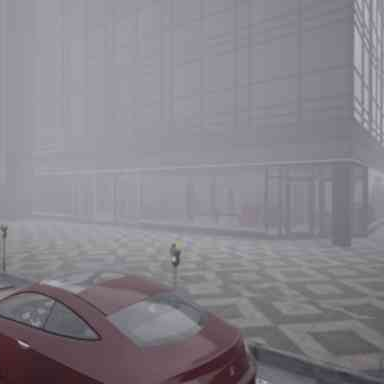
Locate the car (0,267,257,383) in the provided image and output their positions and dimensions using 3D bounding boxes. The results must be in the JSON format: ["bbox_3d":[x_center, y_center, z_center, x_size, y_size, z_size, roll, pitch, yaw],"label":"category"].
[{"bbox_3d":[-1.328,1.577,3.907,4.206,1.307,1.802,0,0,36],"label":"car"}]
